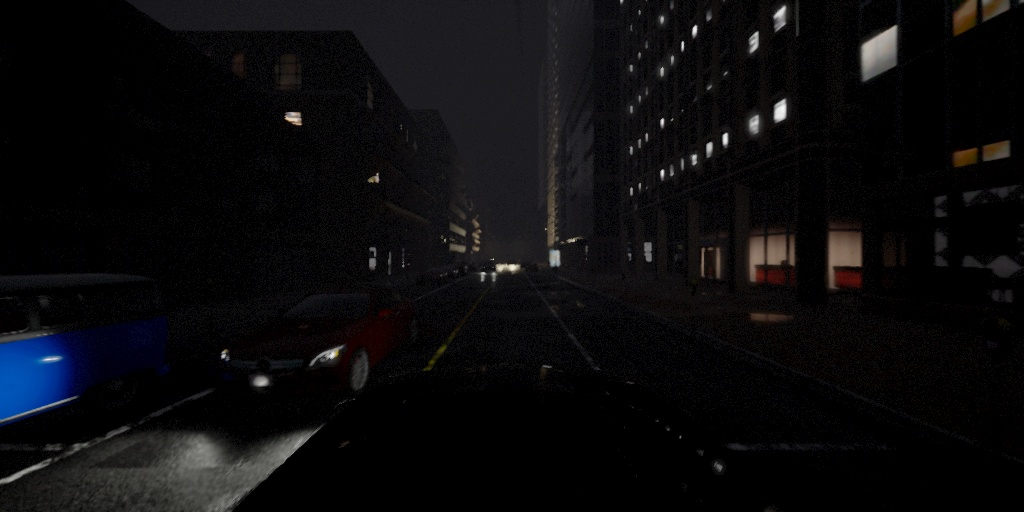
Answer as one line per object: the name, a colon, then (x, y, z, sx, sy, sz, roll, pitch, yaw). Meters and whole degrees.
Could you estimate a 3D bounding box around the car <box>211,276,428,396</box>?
car: (-3.102, 1.288, 6.762, 1.812, 1.442, 4.674, 0, 0, 0)

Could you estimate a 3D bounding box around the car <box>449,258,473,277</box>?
car: (-5.704, 1.164, 37.267, 2.192, 1.841, 5.009, 0, 0, 0)

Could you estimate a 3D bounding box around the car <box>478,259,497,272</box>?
car: (-3.098, 1.389, 48.632, 1.837, 1.490, 4.892, 0, 0, 0)

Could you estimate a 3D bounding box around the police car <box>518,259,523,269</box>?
police car: (2.345, 1.346, 59.487, 1.930, 1.638, 5.238, 0, 0, 0)

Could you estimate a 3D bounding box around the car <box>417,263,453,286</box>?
car: (-5.700, 1.395, 25.970, 1.802, 1.307, 4.207, 0, 0, 0)

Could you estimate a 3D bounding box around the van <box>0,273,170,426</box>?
van: (-5.691, 1.094, 3.376, 1.690, 1.789, 3.998, 0, 0, 0)

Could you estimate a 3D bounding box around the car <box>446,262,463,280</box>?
car: (-5.702, 1.413, 31.618, 1.802, 1.307, 4.207, 0, 0, 0)

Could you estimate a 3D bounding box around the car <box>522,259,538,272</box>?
car: (2.672, 1.411, 48.737, 1.751, 1.417, 4.829, 0, 0, 0)

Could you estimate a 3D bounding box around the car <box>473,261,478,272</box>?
car: (-5.708, 1.324, 48.564, 1.967, 1.591, 4.097, 0, 0, 0)
